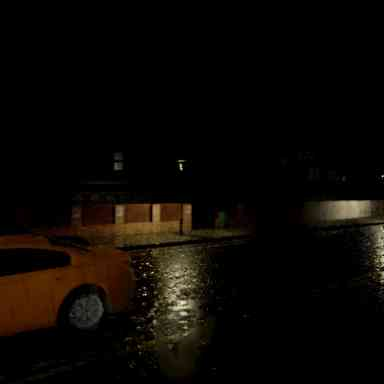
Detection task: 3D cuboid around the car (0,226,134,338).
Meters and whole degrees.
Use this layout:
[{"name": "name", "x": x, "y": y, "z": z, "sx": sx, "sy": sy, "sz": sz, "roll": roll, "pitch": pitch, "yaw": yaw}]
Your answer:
[{"name": "car", "x": -3.396, "y": 1.478, "z": 5.257, "sx": 5.008, "sy": 1.535, "sz": 1.882, "roll": 0, "pitch": 0, "yaw": -35}]
